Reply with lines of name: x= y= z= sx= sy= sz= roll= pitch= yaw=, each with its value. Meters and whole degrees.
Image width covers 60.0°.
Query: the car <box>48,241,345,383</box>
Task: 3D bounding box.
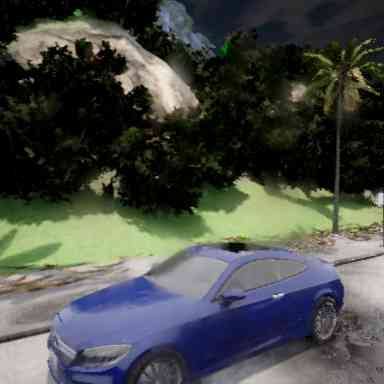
car: x=0.414 y=1.528 z=4.902 sx=4.674 sy=1.442 sz=1.812 roll=0 pitch=0 yaw=-36
